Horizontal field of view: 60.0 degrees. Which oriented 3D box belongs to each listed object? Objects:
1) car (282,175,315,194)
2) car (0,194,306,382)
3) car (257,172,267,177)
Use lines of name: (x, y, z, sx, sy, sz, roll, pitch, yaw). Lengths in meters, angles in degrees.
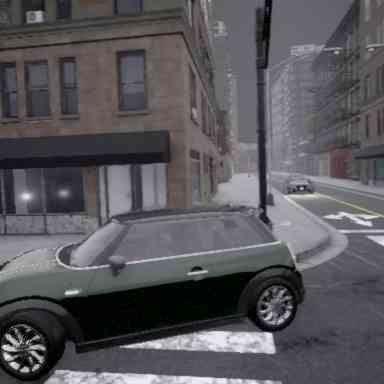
car: (8.306, -0.599, 26.290, 1.994, 1.385, 4.181, -2, 4, 8)
car: (-0.736, 1.054, 4.934, 4.553, 1.767, 2.097, -3, 3, -17)
car: (14.704, -3.907, 69.850, 1.837, 1.490, 4.892, -2, 4, 8)
